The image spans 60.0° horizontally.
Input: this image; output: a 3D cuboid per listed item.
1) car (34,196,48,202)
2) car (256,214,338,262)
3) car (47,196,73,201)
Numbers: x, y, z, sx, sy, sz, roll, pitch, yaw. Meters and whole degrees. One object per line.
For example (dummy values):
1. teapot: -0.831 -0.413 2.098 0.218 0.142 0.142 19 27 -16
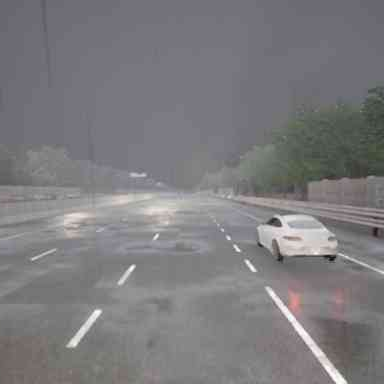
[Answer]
1. car: -21.101 1.307 48.553 2.033 1.411 5.357 0 0 0
2. car: 3.527 1.493 11.812 1.812 1.442 4.674 0 0 0
3. car: -17.614 1.363 45.822 1.837 1.490 4.892 0 0 0
